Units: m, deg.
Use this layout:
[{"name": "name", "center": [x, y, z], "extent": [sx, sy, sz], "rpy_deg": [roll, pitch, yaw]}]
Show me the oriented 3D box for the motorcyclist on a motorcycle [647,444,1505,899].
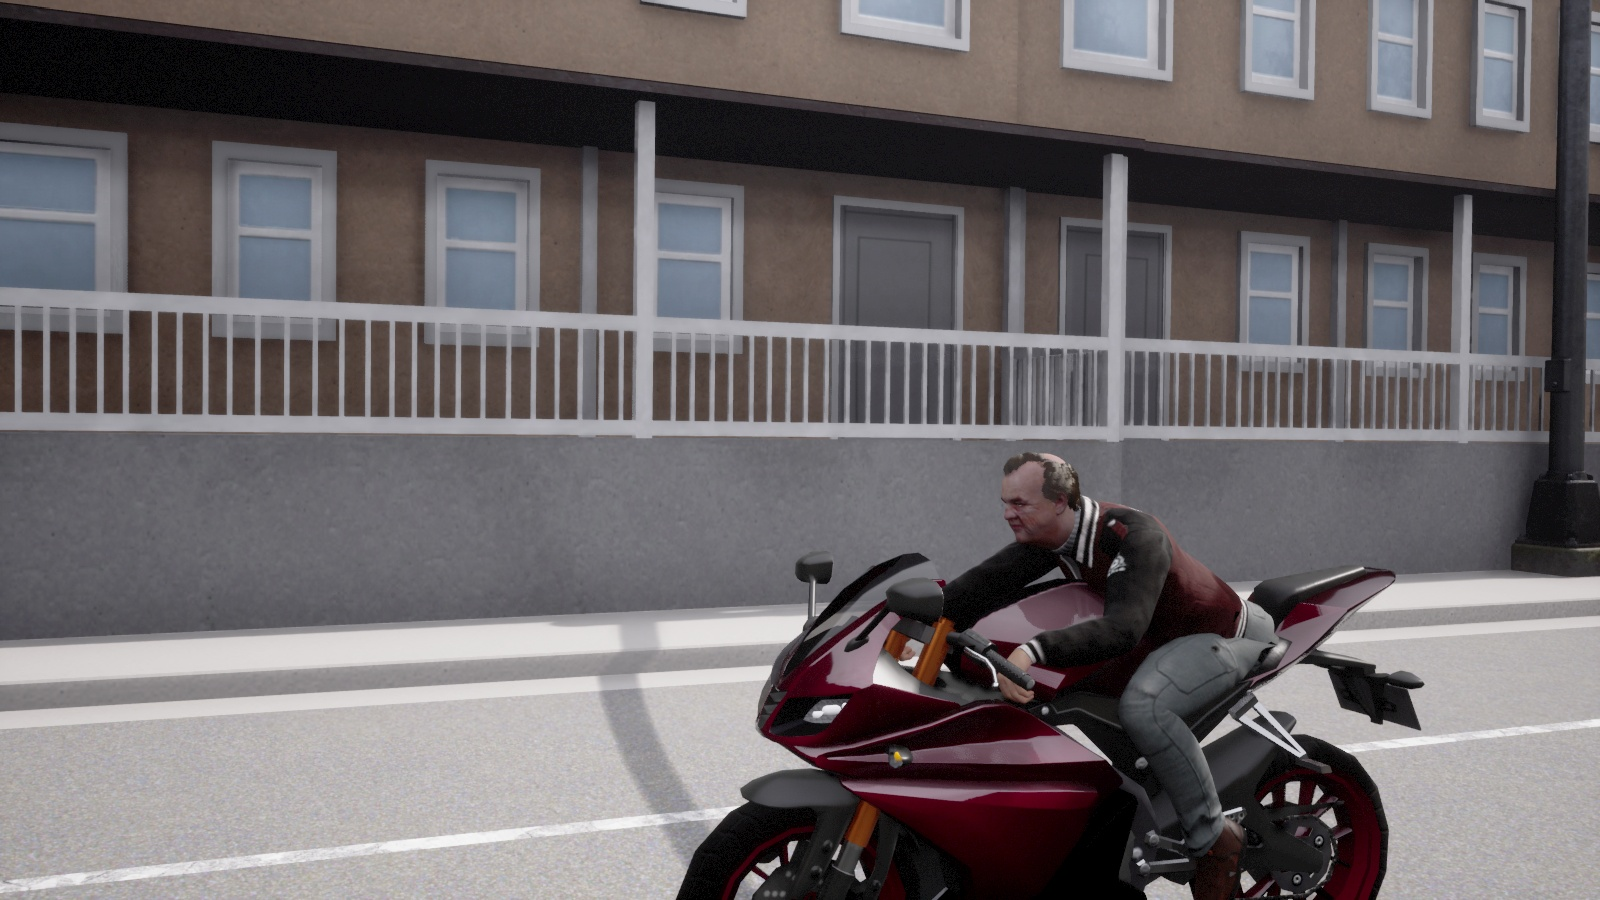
[{"name": "motorcyclist on a motorcycle", "center": [0.755, 0.768, 3.489], "extent": [2.191, 1.530, 0.866], "rpy_deg": [-1, 1, -19]}]
